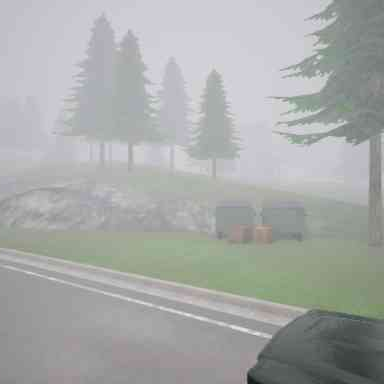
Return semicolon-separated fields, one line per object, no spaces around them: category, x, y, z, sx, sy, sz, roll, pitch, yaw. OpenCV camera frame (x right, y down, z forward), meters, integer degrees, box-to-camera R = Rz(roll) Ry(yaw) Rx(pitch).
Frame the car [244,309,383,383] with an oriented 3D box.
car;2.685;1.601;2.078;4.718;1.301;1.895;0;0;36
